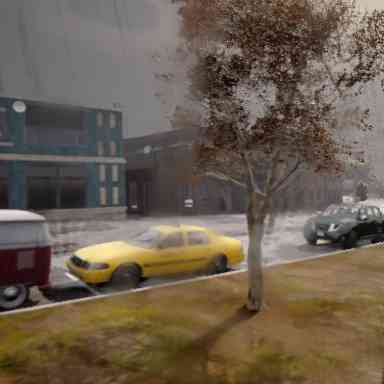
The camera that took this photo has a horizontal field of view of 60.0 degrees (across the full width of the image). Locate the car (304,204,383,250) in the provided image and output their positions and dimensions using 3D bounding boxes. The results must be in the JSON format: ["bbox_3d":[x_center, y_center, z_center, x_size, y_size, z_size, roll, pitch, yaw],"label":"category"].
[{"bbox_3d":[7.934,1.644,17.006,5.566,2.045,2.435,2,1,-42],"label":"car"}]

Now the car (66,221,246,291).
[{"bbox_3d":[-0.779,1.663,9.745,5.366,1.575,1.946,2,1,-36],"label":"car"}]

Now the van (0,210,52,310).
[{"bbox_3d":[-5.190,1.346,6.439,4.442,1.987,1.878,2,1,-38],"label":"van"}]
